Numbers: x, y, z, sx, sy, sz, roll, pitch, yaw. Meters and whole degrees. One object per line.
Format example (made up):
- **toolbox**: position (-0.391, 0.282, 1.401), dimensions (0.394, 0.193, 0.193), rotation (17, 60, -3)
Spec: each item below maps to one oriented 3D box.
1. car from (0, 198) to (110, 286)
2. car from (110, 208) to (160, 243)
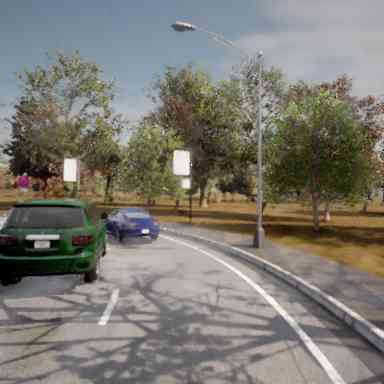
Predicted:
- **car**: position (-3.708, 1.195, 9.631), dimensions (2.150, 2.045, 5.566), rotation (1, 0, -12)
- **car**: position (-3.101, 1.498, 16.127), dimensions (1.812, 1.442, 4.674), rotation (1, 0, -29)
